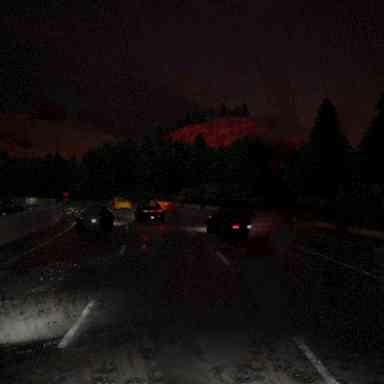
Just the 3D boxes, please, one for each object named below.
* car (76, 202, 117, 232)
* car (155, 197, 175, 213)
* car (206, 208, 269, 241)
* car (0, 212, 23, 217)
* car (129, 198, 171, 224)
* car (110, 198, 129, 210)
[{"bbox_3d":[-5.852,1.563,20.396,1.994,1.385,4.181,0,0,-12],"label":"car"},{"bbox_3d":[-3.456,1.331,37.064,2.097,1.767,4.553,0,0,-20],"label":"car"},{"bbox_3d":[2.049,1.529,16.615,2.033,1.411,5.357,0,0,-10],"label":"car"},{"bbox_3d":[-15.282,1.582,27.970,1.994,1.385,4.181,0,0,-19],"label":"car"},{"bbox_3d":[-3.211,1.481,24.499,2.128,1.511,4.902,0,0,-14],"label":"car"},{"bbox_3d":[-9.089,1.468,41.703,1.882,1.535,5.008,0,0,-23],"label":"car"}]
